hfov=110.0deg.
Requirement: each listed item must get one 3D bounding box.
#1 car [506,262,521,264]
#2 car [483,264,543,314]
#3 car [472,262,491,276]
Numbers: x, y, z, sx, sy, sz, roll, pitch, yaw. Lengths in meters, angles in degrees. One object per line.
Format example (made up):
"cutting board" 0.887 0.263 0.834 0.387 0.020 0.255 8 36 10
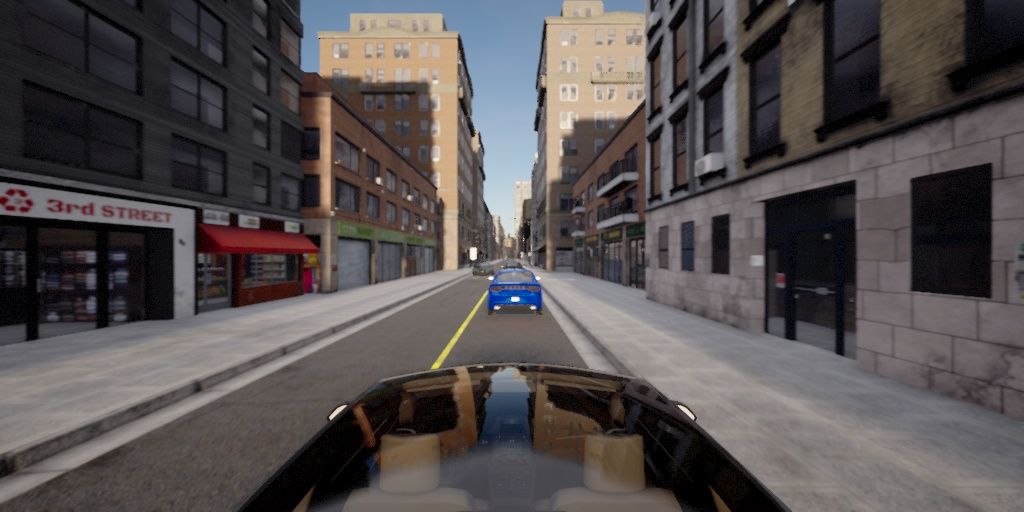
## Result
"car" 0.106 1.261 31.888 1.837 1.490 4.892 0 0 0
"car" 0.102 1.231 13.909 1.882 1.535 5.008 0 0 0
"car" -2.835 1.321 36.466 1.994 1.385 4.181 0 0 0
